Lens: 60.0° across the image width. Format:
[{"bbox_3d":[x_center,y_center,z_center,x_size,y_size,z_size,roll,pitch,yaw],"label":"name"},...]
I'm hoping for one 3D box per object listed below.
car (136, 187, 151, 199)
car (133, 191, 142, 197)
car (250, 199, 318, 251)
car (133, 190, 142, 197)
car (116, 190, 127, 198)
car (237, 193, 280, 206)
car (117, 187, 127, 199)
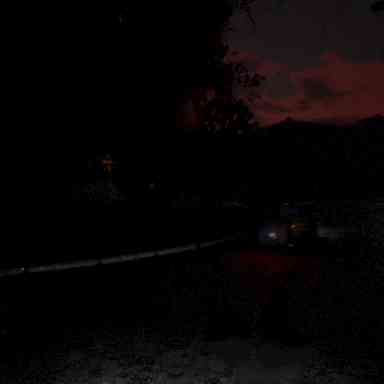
[{"bbox_3d":[-8.436,0.076,57.849,2.150,2.045,5.566,0,0,-15],"label":"car"},{"bbox_3d":[-14.071,0.544,85.262,2.128,1.511,4.902,0,0,-10],"label":"car"},{"bbox_3d":[3.911,1.289,13.539,1.882,1.535,5.008,1,1,28],"label":"car"},{"bbox_3d":[-11.436,0.407,70.116,1.812,1.442,4.674,0,0,-10],"label":"car"},{"bbox_3d":[-14.714,0.440,69.947,2.128,1.511,4.902,0,0,-10],"label":"car"},{"bbox_3d":[7.169,0.841,35.807,2.033,1.411,5.357,-1,2,-31],"label":"car"},{"bbox_3d":[-11.796,0.088,57.798,2.150,2.045,5.566,0,0,-15],"label":"car"}]
